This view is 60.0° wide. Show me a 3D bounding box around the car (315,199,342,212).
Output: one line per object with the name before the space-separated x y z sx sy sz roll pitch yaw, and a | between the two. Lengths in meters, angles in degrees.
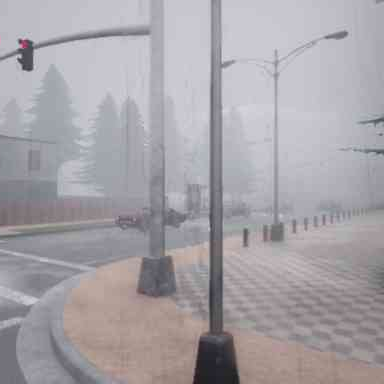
car | 15.620 1.530 38.031 2.033 1.411 5.357 0 0 37

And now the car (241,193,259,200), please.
car | 13.888 1.139 77.299 1.932 1.855 4.605 0 0 36

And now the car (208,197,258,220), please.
car | 3.216 1.474 27.810 2.128 1.511 4.902 0 0 37

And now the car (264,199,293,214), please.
car | 9.479 1.508 36.021 1.812 1.442 4.674 0 0 37

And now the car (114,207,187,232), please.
car | -2.432 1.584 20.379 1.895 1.301 4.718 0 0 37
